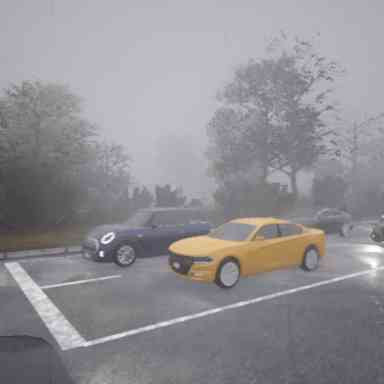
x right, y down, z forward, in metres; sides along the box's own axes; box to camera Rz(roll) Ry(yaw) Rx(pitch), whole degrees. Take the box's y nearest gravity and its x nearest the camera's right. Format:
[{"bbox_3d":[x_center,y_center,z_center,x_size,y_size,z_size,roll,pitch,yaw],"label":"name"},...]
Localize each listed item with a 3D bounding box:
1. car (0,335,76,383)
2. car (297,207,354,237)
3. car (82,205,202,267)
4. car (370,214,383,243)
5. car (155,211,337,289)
[{"bbox_3d":[-3.210,1.543,1.418,5.357,1.411,2.033,0,0,-36],"label":"car"},{"bbox_3d":[6.056,1.509,16.565,4.902,1.511,2.128,0,0,-34],"label":"car"},{"bbox_3d":[-1.375,1.356,11.506,4.553,1.767,2.097,0,0,-35],"label":"car"},{"bbox_3d":[9.926,1.586,14.935,4.181,1.385,1.994,0,0,-33],"label":"car"},{"bbox_3d":[1.690,1.485,9.377,5.008,1.535,1.882,0,0,-34],"label":"car"}]
